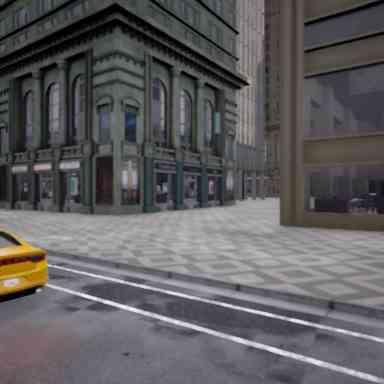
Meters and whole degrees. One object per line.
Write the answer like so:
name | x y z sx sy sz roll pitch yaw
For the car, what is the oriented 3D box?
car | -5.258 1.487 7.438 5.008 1.535 1.882 0 0 36
